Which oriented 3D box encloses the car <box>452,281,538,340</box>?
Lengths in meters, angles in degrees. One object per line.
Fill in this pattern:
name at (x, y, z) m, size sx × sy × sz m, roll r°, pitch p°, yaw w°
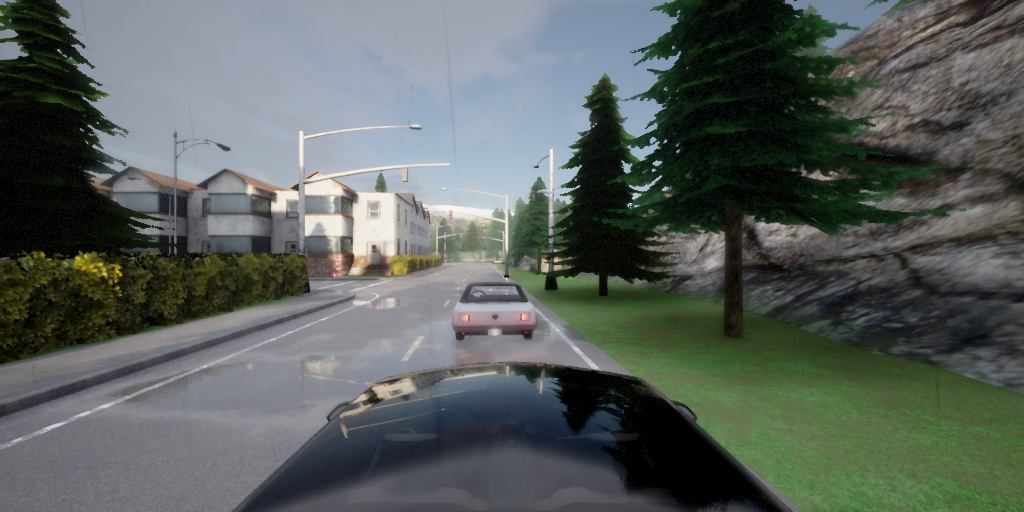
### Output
car at (-0.520, 1.351, 9.930) m, size 1.895 × 1.301 × 4.718 m, roll 0°, pitch 0°, yaw -4°
